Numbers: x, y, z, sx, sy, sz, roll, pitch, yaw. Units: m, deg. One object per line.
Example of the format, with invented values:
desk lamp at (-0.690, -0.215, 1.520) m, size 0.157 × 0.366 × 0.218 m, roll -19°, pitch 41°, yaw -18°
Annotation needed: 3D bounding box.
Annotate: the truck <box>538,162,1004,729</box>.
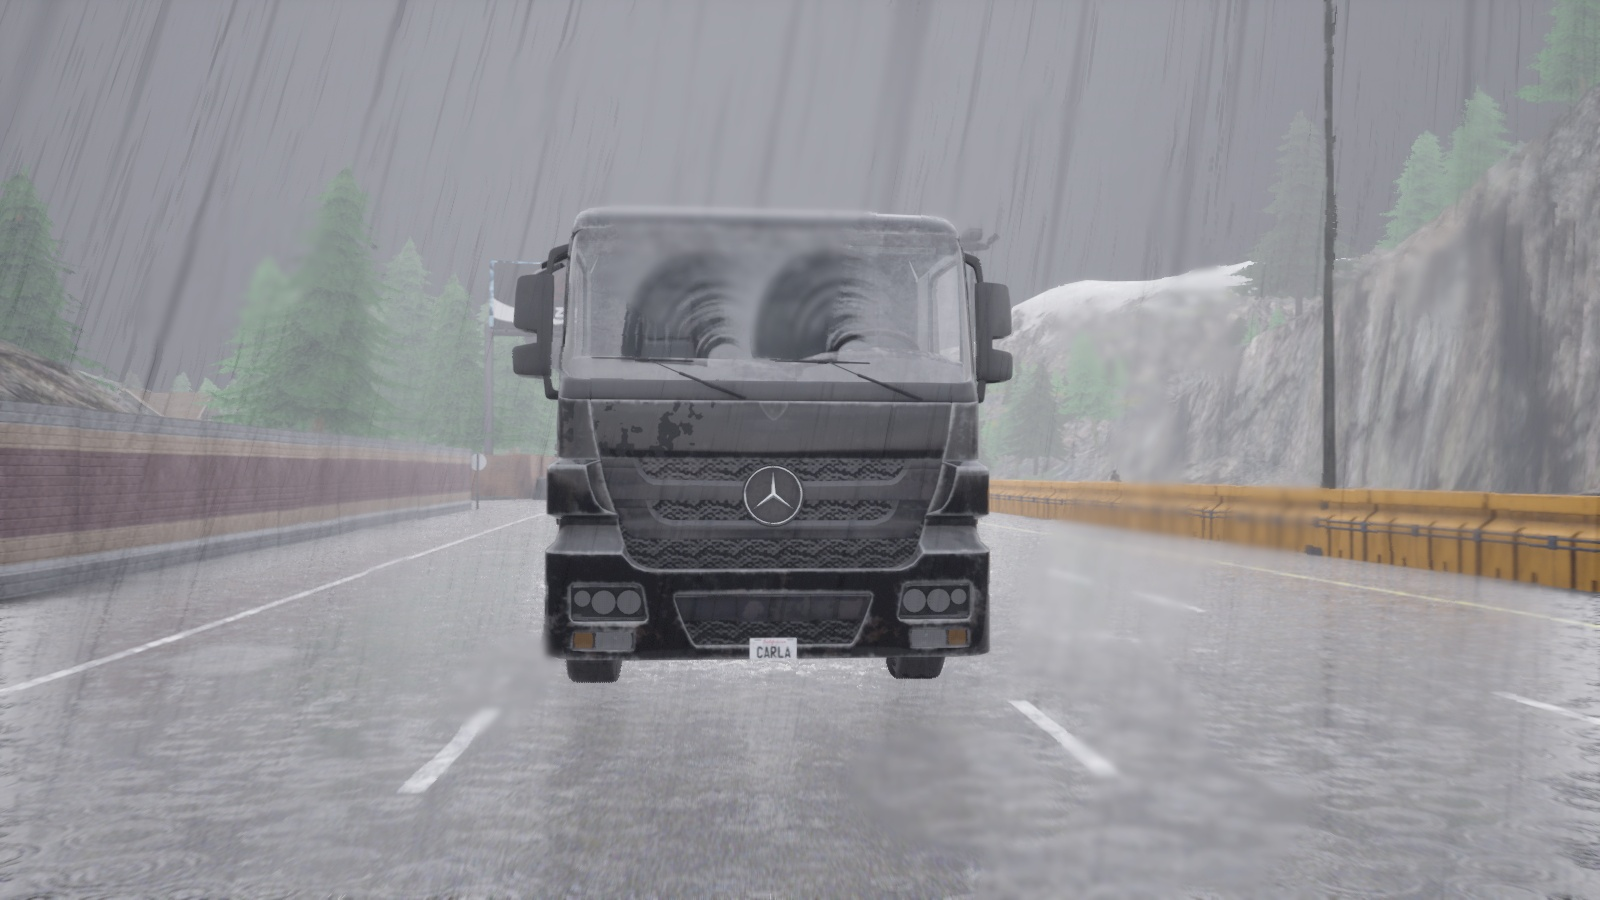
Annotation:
truck at (-0.538, 0.032, 11.756) m, size 2.891 × 3.462 × 7.936 m, roll 0°, pitch -1°, yaw -5°
